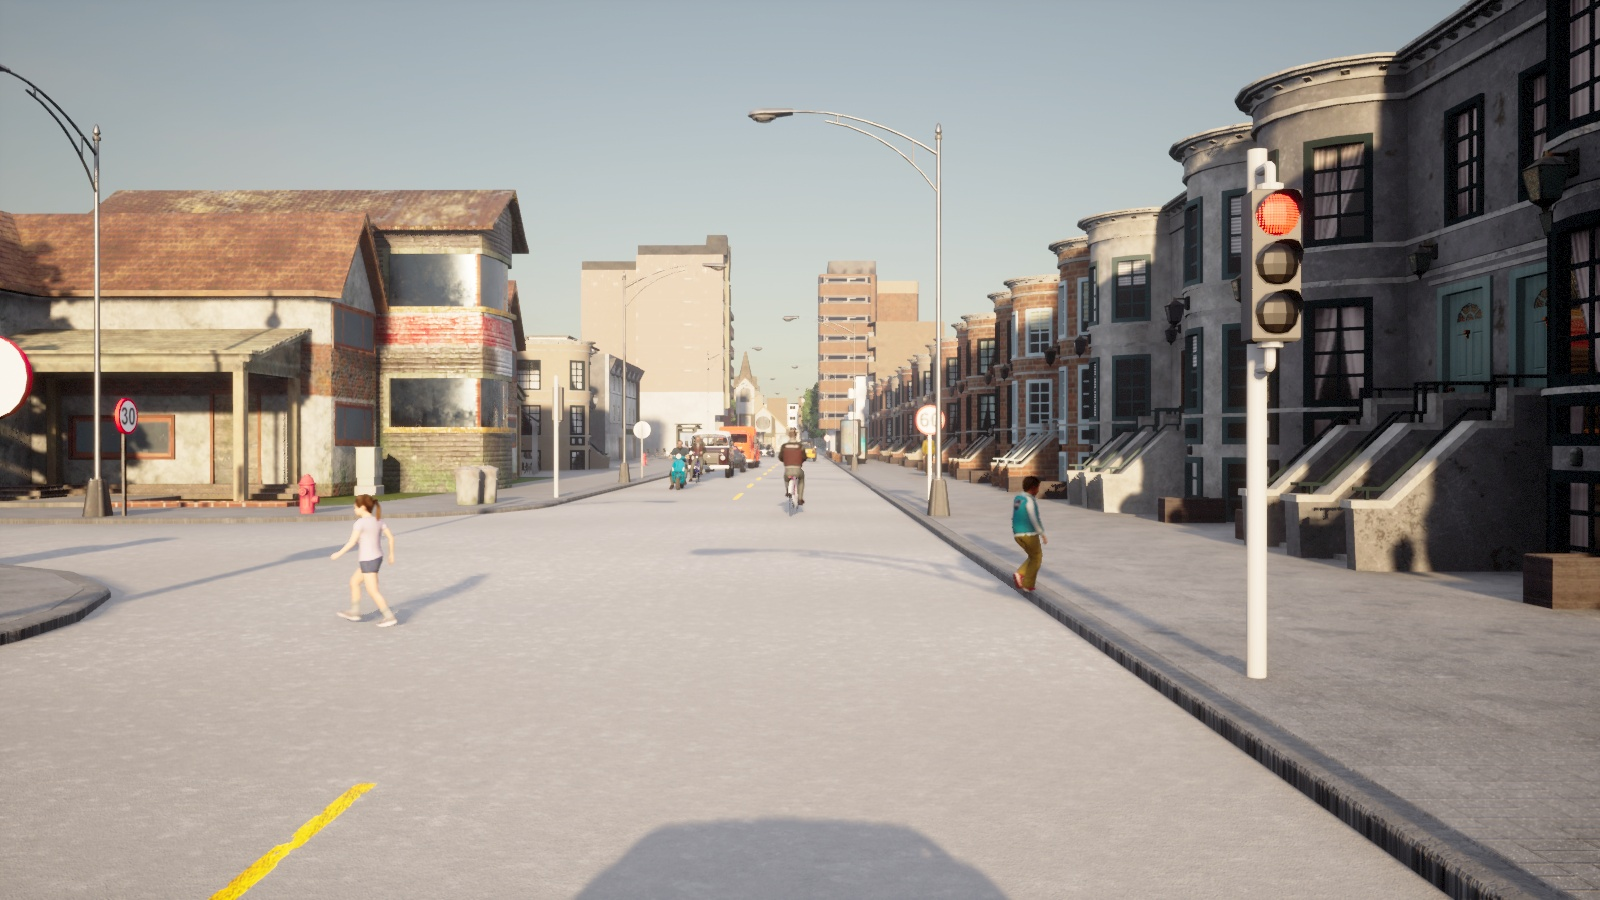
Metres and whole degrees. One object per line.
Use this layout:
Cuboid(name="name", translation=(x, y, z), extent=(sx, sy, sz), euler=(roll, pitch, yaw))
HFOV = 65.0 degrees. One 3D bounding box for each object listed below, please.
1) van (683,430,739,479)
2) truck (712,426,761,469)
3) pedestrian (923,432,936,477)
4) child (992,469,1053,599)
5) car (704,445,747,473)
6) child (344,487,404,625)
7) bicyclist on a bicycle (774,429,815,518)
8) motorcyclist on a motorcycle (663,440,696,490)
Cuboid(name="van", translation=(-3.807, 0.160, 54.387), extent=(2.069, 2.038, 4.480), euler=(0, 0, 0))
Cuboid(name="truck", translation=(-3.732, -0.163, 74.556), extent=(2.627, 2.467, 5.204), euler=(0, 0, 0))
Cuboid(name="pedestrian", translation=(5.288, 0.169, 51.325), extent=(0.431, 1.840, 0.709), euler=(0, 0, -1))
Cuboid(name="child", translation=(2.098, 0.779, 11.862), extent=(0.448, 1.192, 0.343), euler=(0, 0, -25))
Cuboid(name="car", translation=(-3.775, 0.444, 64.332), extent=(1.994, 1.385, 4.181), euler=(0, 0, 0))
Cuboid(name="child", translation=(-3.491, 0.862, 10.305), extent=(0.394, 1.110, 0.255), euler=(0, 0, 7))
Cuboid(name="bicyclist on a bicycle", translation=(-0.101, 0.469, 26.163), extent=(0.659, 1.776, 1.843), euler=(0, 1, 5))
Cuboid(name="motorcyclist on a motorcycle", translation=(-3.856, 0.469, 40.343), extent=(0.866, 1.590, 1.817), euler=(0, 0, 0))
